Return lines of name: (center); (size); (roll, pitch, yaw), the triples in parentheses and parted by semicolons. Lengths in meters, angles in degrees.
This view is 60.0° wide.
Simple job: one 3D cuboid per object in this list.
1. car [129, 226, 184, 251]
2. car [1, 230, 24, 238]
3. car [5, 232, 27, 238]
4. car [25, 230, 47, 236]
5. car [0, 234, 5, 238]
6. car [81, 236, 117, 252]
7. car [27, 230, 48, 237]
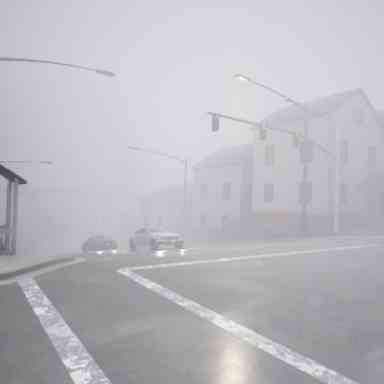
car: (-2.364, 2.841, 20.520); (1.812, 1.442, 4.674); (2, -10, -34)
car: (-42.302, 9.885, 78.441); (1.853, 1.218, 4.536); (1, -1, 19)
car: (-42.323, 10.041, 78.388); (2.038, 1.542, 4.974); (1, -1, 19)
car: (-38.419, 10.081, 82.097); (4.536, 1.218, 1.853); (2, -1, -6)
car: (-46.097, 9.872, 75.749); (4.974, 1.542, 2.038); (1, -1, 9)
car: (-8.009, 4.451, 28.568); (1.994, 1.385, 4.181); (2, -13, -35)
car: (-38.372, 10.240, 82.099); (4.974, 1.542, 2.038); (2, -1, -6)
